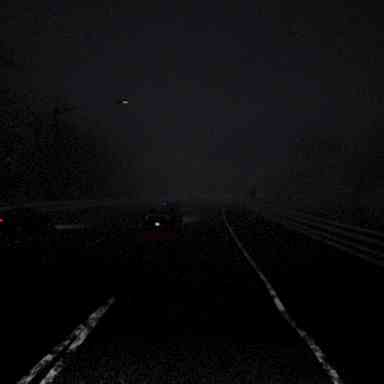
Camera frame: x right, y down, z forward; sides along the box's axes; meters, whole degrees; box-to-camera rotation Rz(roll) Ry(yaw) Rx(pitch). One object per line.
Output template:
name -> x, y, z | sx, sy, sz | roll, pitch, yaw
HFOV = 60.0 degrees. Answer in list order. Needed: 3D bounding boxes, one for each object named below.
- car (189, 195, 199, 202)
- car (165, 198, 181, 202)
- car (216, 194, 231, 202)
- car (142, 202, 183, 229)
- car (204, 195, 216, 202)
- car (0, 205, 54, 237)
car -> 0.439, 1.539, 79.978 | 1.837, 1.490, 4.892 | 0, 0, 11
car -> -2.468, 1.533, 42.607 | 1.812, 1.442, 4.674 | 0, 0, 8
car -> 7.705, 1.648, 80.609 | 1.895, 1.301, 4.718 | 0, 0, 12
car -> -1.776, 1.601, 21.898 | 1.895, 1.301, 4.718 | 0, 0, 7
car -> 4.067, 1.546, 80.291 | 1.837, 1.490, 4.892 | 0, 0, 11
car -> -9.282, 1.488, 17.862 | 1.837, 1.490, 4.892 | 0, 0, 7
